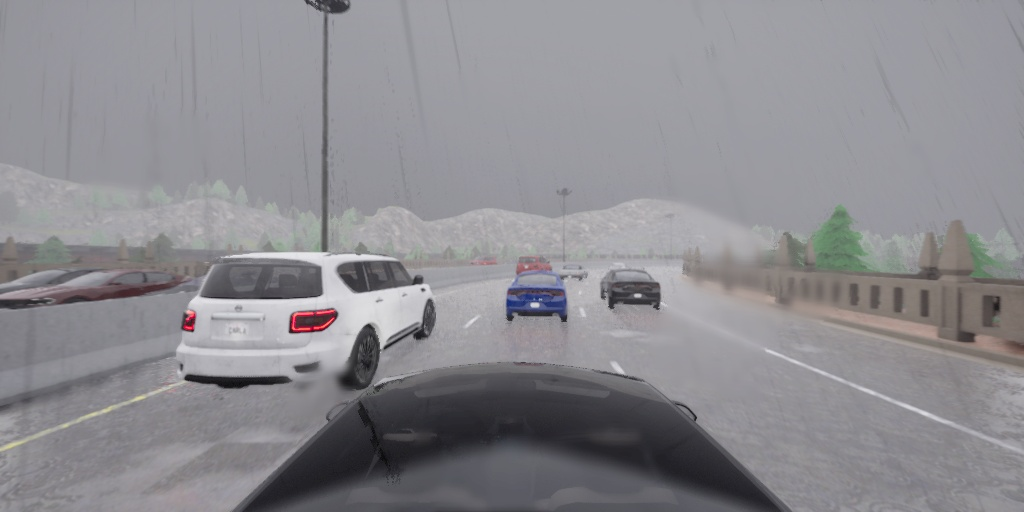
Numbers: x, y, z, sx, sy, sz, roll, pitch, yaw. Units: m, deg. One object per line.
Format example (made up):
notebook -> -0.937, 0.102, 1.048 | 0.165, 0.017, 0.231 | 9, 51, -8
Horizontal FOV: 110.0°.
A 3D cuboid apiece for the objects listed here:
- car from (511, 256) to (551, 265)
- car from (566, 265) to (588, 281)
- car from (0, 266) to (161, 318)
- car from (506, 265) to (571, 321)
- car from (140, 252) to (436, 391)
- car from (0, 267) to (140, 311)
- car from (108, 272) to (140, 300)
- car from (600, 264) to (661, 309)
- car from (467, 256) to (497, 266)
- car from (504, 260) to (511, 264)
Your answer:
car -> 2.088, 1.029, 32.382 | 2.150, 2.045, 5.566 | 0, 0, 19
car -> 5.504, 1.420, 31.549 | 1.895, 1.301, 4.718 | 0, 0, 20
car -> -16.713, 1.208, 13.508 | 1.837, 1.490, 4.892 | 0, 0, 7
car -> 0.966, 1.249, 12.641 | 1.882, 1.535, 5.008 | 0, 0, 7
car -> -3.142, 0.968, 6.952 | 2.150, 2.045, 5.566 | 0, 0, 3
car -> -13.362, 1.192, 12.115 | 1.882, 1.535, 5.008 | 0, 0, 7
car -> -9.864, 1.276, 12.525 | 2.033, 1.411, 5.357 | 0, 0, 6
car -> 4.869, 1.269, 15.241 | 1.882, 1.535, 5.008 | 0, 0, 9
car -> -4.332, 1.036, 52.613 | 2.150, 2.045, 5.566 | 0, 0, 29
car -> 0.491, 1.187, 53.979 | 2.097, 1.767, 4.553 | 0, 0, 30
